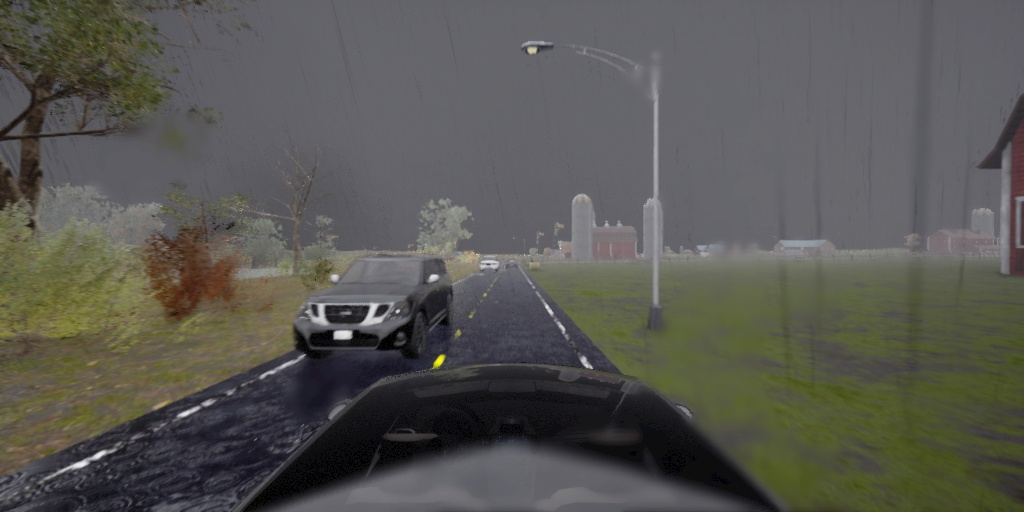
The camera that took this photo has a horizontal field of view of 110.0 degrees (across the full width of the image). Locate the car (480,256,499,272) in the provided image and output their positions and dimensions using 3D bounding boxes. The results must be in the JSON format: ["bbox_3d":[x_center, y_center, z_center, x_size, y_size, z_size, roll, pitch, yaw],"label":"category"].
[{"bbox_3d":[-2.831,0.969,45.697,2.150,2.045,5.566,0,0,0],"label":"car"}]

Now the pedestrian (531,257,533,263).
[{"bbox_3d":[2.814,1.027,50.735,0.375,1.860,0.375,-1,1,-3],"label":"pedestrian"}]

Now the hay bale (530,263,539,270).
[{"bbox_3d":[3.115,1.402,49.649,1.220,1.180,1.240,0,0,0],"label":"hay bale"}]

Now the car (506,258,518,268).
[{"bbox_3d":[-0.005,1.279,59.286,1.812,1.442,4.674,0,0,0],"label":"car"}]

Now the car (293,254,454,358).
[{"bbox_3d":[-2.831,0.966,8.789,2.150,2.045,5.566,0,0,0],"label":"car"}]
